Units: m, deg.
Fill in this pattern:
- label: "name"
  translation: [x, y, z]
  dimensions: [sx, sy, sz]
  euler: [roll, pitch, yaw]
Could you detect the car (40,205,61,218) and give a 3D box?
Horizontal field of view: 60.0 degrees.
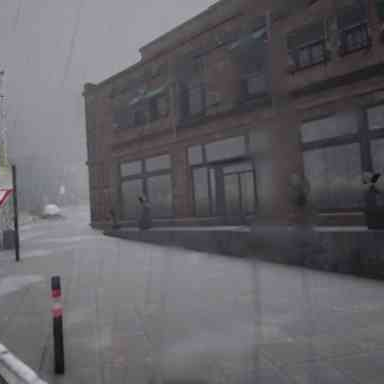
- label: "car"
  translation: [-16.827, 2.215, 39.333]
  dimensions: [1.812, 1.442, 4.674]
  euler: [-2, -1, -30]
